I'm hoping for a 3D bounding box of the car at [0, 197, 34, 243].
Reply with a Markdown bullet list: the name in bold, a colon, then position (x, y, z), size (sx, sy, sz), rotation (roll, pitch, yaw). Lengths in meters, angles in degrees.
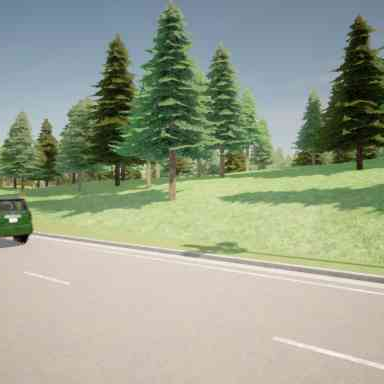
- **car**: position (-9.363, 1.222, 14.900), size (5.566, 2.045, 2.150), rotation (0, 0, 35)
